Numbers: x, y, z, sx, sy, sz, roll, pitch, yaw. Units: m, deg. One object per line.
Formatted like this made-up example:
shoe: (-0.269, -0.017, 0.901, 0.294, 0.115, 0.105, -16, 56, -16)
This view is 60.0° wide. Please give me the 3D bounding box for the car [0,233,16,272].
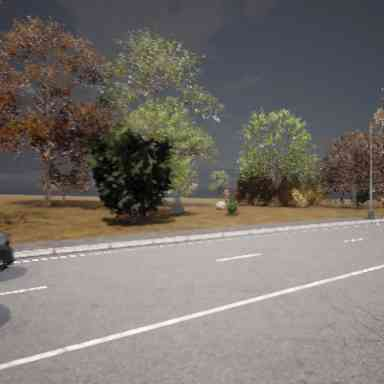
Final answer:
car: (-6.851, 1.504, 7.684, 4.892, 1.490, 1.837, 0, 0, -35)
